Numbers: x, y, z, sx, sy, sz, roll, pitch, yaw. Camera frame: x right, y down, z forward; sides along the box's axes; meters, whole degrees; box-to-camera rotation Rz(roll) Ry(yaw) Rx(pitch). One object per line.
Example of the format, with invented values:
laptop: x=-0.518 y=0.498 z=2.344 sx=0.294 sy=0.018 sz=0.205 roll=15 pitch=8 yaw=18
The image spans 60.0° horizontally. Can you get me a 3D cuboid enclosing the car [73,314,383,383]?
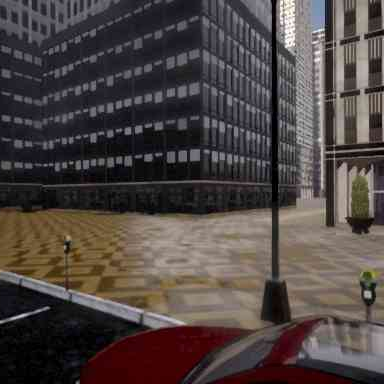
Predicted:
car: x=0.898 y=1.579 z=2.218 sx=4.206 sy=1.307 sz=1.802 roll=0 pitch=0 yaw=36
